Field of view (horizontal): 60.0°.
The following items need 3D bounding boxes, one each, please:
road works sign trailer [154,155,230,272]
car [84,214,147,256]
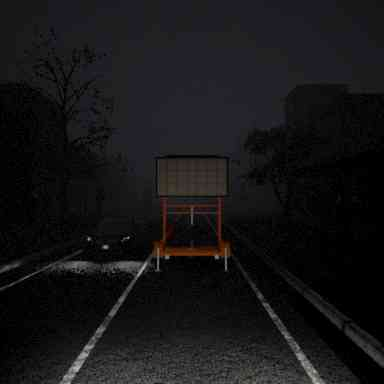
[{"bbox_3d":[0.001,0.567,11.182,2.380,3.560,2.880,0,-1,0],"label":"road works sign trailer"},{"bbox_3d":[-2.998,1.668,13.849,1.812,1.442,4.674,0,-1,0],"label":"car"}]
